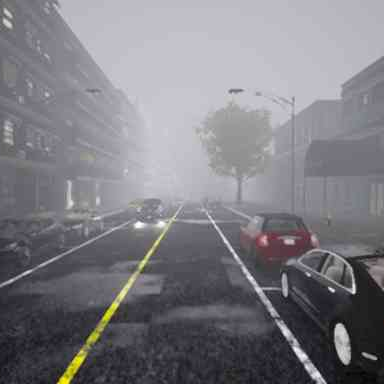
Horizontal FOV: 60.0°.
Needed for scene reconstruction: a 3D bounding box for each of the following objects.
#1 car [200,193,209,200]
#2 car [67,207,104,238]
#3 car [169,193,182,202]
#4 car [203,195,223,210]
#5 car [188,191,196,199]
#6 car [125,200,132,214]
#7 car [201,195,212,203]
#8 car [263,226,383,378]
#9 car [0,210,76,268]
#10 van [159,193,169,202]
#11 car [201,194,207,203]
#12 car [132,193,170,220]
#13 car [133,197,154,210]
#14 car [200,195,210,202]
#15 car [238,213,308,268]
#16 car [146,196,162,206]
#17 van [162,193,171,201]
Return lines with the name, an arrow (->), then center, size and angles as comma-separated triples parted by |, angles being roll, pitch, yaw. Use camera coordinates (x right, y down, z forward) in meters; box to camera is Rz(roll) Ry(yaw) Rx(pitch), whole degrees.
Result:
car -> 2.978, 1.157, 79.280 | 1.801, 1.575, 5.366 | 0, 0, 0
car -> -5.697, 1.473, 16.810 | 2.008, 1.369, 4.403 | 0, 0, 0
car -> -3.019, 1.274, 67.922 | 2.033, 1.411, 5.357 | 0, 0, 0
car -> 2.677, 1.378, 39.598 | 2.008, 1.369, 4.403 | 0, 0, 0
car -> -0.025, 1.037, 92.901 | 2.128, 1.511, 4.902 | 0, 0, 0
car -> -5.702, 1.376, 33.731 | 1.752, 1.417, 4.829 | 0, 0, 0
car -> 2.670, 1.331, 62.384 | 1.802, 1.307, 4.206 | 0, 0, 0
car -> 2.687, 1.524, 5.418 | 2.008, 1.369, 4.403 | 0, 0, 0
car -> -5.695, 1.513, 11.114 | 1.947, 1.339, 4.313 | 0, 0, 0
van -> -5.713, 1.073, 68.081 | 1.690, 1.788, 3.998 | 0, 0, 0
car -> 2.674, 1.330, 50.990 | 1.887, 1.381, 4.507 | 0, 0, 0
car -> -3.106, 1.233, 26.441 | 2.097, 1.767, 4.553 | 0, 0, 0
car -> -5.703, 1.372, 39.598 | 1.887, 1.381, 4.507 | 0, 0, 0
car -> 2.668, 1.277, 68.081 | 1.887, 1.381, 4.507 | 0, 0, 0
car -> 2.685, 1.387, 11.114 | 1.967, 1.590, 4.097 | 0, 0, 0
car -> -5.707, 1.351, 50.990 | 1.947, 1.339, 4.313 | 0, 0, 0
van -> -5.715, 1.057, 73.777 | 1.690, 1.788, 3.998 | 0, 0, 0
